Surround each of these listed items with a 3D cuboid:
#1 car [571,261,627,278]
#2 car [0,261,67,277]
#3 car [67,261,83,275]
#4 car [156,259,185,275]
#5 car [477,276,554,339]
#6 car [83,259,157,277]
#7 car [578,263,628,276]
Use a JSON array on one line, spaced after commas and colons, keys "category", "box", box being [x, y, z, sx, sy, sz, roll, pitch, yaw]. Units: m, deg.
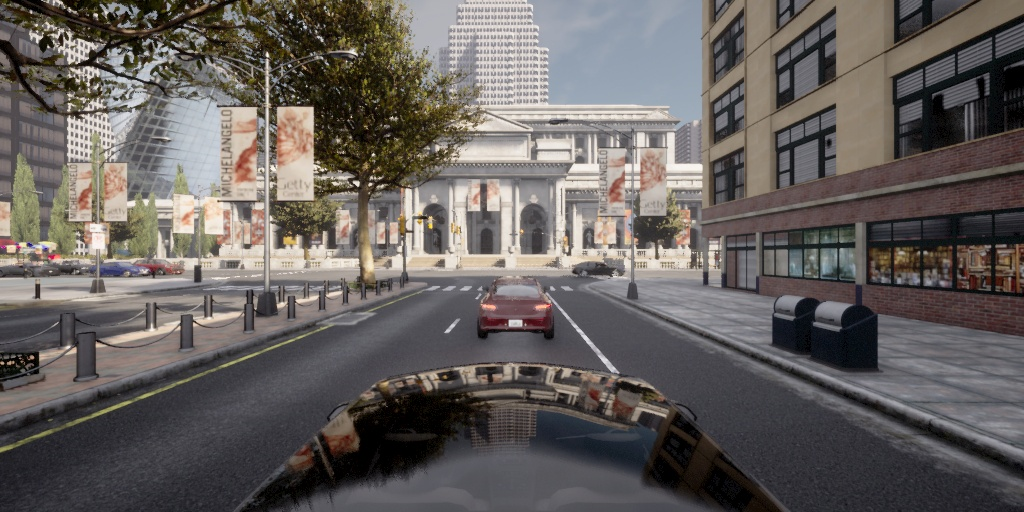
[{"category": "car", "box": [8.033, 1.253, 33.706, 4.892, 1.490, 1.837, 0, 0, 1]}, {"category": "car", "box": [-46.089, 1.314, 34.235, 4.181, 1.385, 1.994, 0, 0, -1]}, {"category": "car", "box": [-46.249, 1.241, 37.743, 4.902, 1.511, 2.128, 0, 0, 0]}, {"category": "car", "box": [-37.295, 1.102, 37.701, 4.553, 1.767, 2.097, 0, 0, 0]}, {"category": "car", "box": [0.115, 1.276, 9.996, 1.812, 1.442, 4.674, 0, 0, 1]}, {"category": "car", "box": [-37.329, 1.276, 34.206, 4.674, 1.442, 1.812, 0, 0, 0]}, {"category": "car", "box": [9.346, 1.351, 37.188, 4.718, 1.301, 1.895, 0, 0, 1]}]
